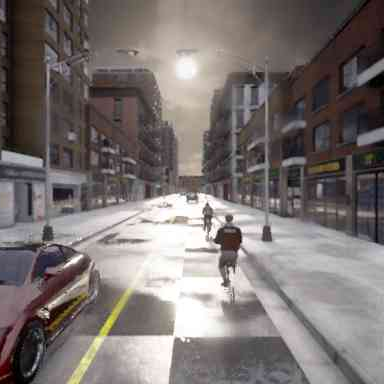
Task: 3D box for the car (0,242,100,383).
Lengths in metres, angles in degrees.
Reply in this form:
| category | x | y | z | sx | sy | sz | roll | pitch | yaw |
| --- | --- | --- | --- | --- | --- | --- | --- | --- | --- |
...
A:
| category | x | y | z | sx | sy | sz | roll | pitch | yaw |
| --- | --- | --- | --- | --- | --- | --- | --- | --- | --- |
| car | -2.855 | 1.517 | 5.130 | 1.994 | 1.385 | 4.181 | 0 | 1 | 0 |

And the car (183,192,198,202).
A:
| category | x | y | z | sx | sy | sz | roll | pitch | yaw |
| --- | --- | --- | --- | --- | --- | --- | --- | --- | --- |
| car | 0.040 | 0.830 | 56.983 | 2.097 | 1.767 | 4.553 | 0 | 1 | 1 |

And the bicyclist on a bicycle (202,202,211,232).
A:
| category | x | y | z | sx | sy | sz | roll | pitch | yaw |
| --- | --- | --- | --- | --- | --- | --- | --- | --- | --- |
| bicyclist on a bicycle | 0.742 | 1.310 | 15.783 | 0.582 | 1.620 | 1.656 | 0 | 0 | 0 |

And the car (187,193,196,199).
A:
| category | x | y | z | sx | sy | sz | roll | pitch | yaw |
| --- | --- | --- | --- | --- | --- | --- | --- | --- | --- |
| car | -0.067 | 0.935 | 73.882 | 1.895 | 1.301 | 4.718 | 0 | 0 | 0 |

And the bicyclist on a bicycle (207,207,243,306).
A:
| category | x | y | z | sx | sy | sz | roll | pitch | yaw |
| --- | --- | --- | --- | --- | --- | --- | --- | --- | --- |
| bicyclist on a bicycle | 0.751 | 1.307 | 6.955 | 0.659 | 1.776 | 1.843 | 0 | 1 | 0 |
